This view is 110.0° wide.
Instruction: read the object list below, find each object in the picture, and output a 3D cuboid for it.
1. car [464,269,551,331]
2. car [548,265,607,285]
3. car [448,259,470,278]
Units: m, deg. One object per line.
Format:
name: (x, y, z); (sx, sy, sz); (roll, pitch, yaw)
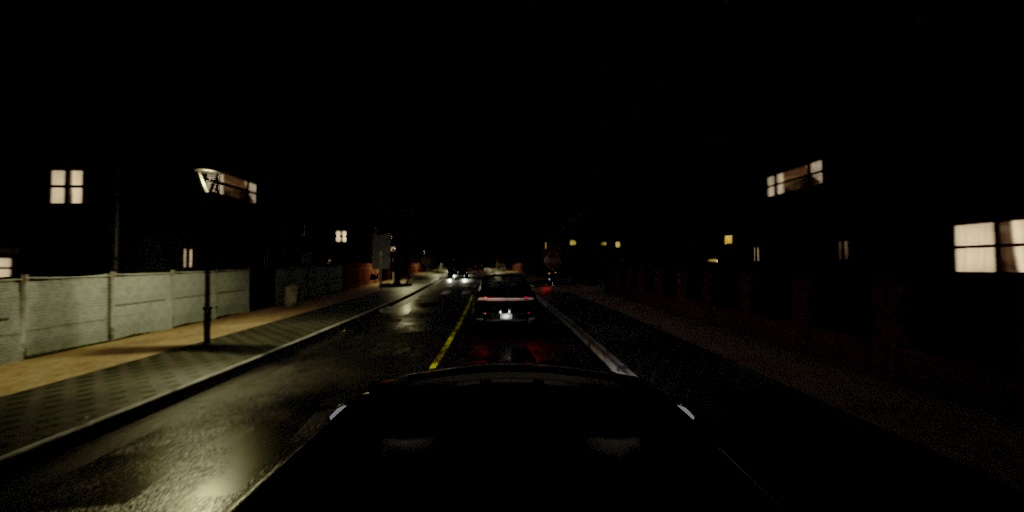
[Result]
car: (-0.258, 1.328, 11.445); (2.128, 1.511, 4.902); (0, -1, -3)
car: (5.023, 1.414, 26.737); (4.892, 1.490, 1.837); (0, -5, -18)
car: (-6.044, 1.385, 40.723); (2.150, 2.045, 5.566); (0, -1, -7)
